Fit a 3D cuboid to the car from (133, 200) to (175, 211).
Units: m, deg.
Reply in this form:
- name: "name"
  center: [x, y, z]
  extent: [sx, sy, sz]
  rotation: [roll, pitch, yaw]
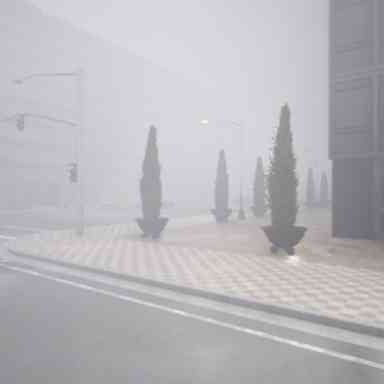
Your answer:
- name: "car"
  center: [-4.140, 1.479, 38.365]
  extent: [1.895, 1.301, 4.718]
  rotation: [0, 0, 36]

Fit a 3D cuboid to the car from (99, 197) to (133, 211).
- name: "car"
  center: [-8.389, 1.347, 38.469]
  extent: [1.882, 1.535, 5.008]
  rotation: [0, 0, 36]

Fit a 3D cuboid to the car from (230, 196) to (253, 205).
- name: "car"
  center: [8.590, 1.358, 55.712]
  extent: [1.882, 1.535, 5.008]
  rotation: [0, 0, 36]

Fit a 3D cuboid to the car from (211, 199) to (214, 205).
- name: "car"
  center: [5.059, 1.395, 56.827]
  extent: [1.812, 1.442, 4.674]
  rotation: [0, 0, 36]
